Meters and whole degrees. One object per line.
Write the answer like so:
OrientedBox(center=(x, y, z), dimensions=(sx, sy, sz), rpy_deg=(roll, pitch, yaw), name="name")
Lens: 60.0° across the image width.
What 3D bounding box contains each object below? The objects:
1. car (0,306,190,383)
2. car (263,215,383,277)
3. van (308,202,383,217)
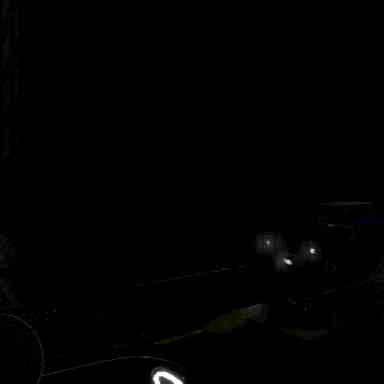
OrientedBox(center=(-2.099, 1.353, 1.814), dimensions=(4.553, 1.767, 2.097), rpy_deg=(0, 0, -35), name="car")
OrientedBox(center=(4.425, 1.601, 10.398), dimensions=(4.718, 1.301, 1.895), rpy_deg=(0, 0, -35), name="car")
OrientedBox(center=(7.074, 1.342, 15.444), dimensions=(3.998, 1.788, 1.690), rpy_deg=(0, 0, -36), name="van")
